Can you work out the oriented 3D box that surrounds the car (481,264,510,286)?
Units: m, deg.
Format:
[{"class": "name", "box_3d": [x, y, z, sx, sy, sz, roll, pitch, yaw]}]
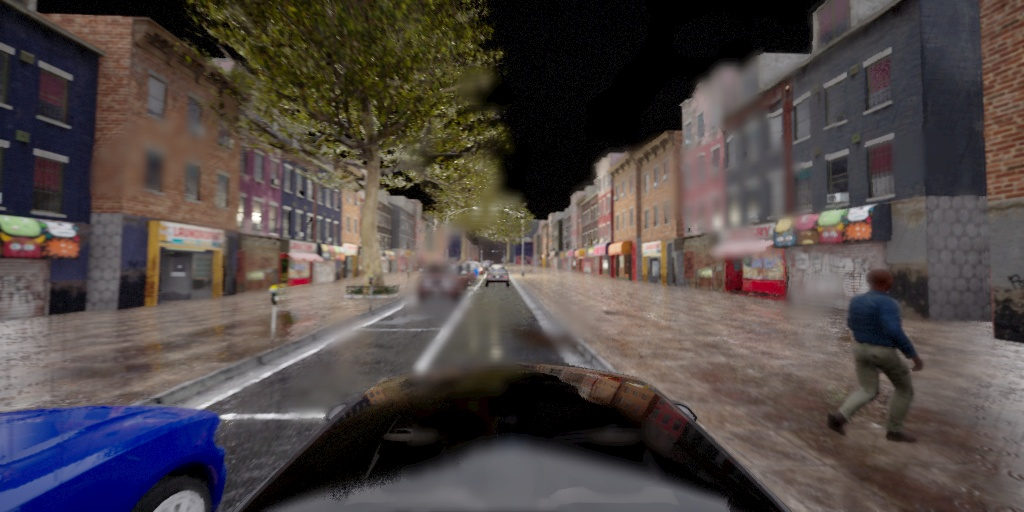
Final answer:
[{"class": "car", "box_3d": [-1.140, 1.579, 28.300, 2.033, 1.411, 5.357, 1, -1, -2]}]

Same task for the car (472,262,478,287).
[{"class": "car", "box_3d": [-3.678, 1.275, 23.790, 2.192, 1.841, 5.009, 0, 0, -2]}]

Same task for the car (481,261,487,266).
[{"class": "car", "box_3d": [-4.634, 1.637, 45.909, 1.967, 1.591, 4.097, 0, 0, -2]}]

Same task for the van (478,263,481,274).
[{"class": "van", "box_3d": [-4.156, 1.419, 34.849, 1.690, 1.789, 3.998, 0, 0, -2]}]

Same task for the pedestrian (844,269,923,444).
[{"class": "pedestrian", "box_3d": [3.764, 0.947, 3.676, 0.375, 1.860, 0.375, -1, -2, -3]}]

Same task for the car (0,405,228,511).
[{"class": "car", "box_3d": [-2.771, 1.189, 0.355, 1.882, 1.535, 5.008, 1, -1, -2]}]

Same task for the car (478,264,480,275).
[{"class": "car", "box_3d": [-3.917, 1.565, 29.319, 1.888, 1.381, 4.507, 0, 0, -2]}]

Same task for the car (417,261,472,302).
[{"class": "car", "box_3d": [-3.439, 1.216, 18.260, 2.192, 1.841, 5.009, 0, 0, -2]}]

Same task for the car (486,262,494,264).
[{"class": "car", "box_3d": [-1.723, 1.724, 41.779, 2.033, 1.411, 5.357, 1, -1, -1]}]
